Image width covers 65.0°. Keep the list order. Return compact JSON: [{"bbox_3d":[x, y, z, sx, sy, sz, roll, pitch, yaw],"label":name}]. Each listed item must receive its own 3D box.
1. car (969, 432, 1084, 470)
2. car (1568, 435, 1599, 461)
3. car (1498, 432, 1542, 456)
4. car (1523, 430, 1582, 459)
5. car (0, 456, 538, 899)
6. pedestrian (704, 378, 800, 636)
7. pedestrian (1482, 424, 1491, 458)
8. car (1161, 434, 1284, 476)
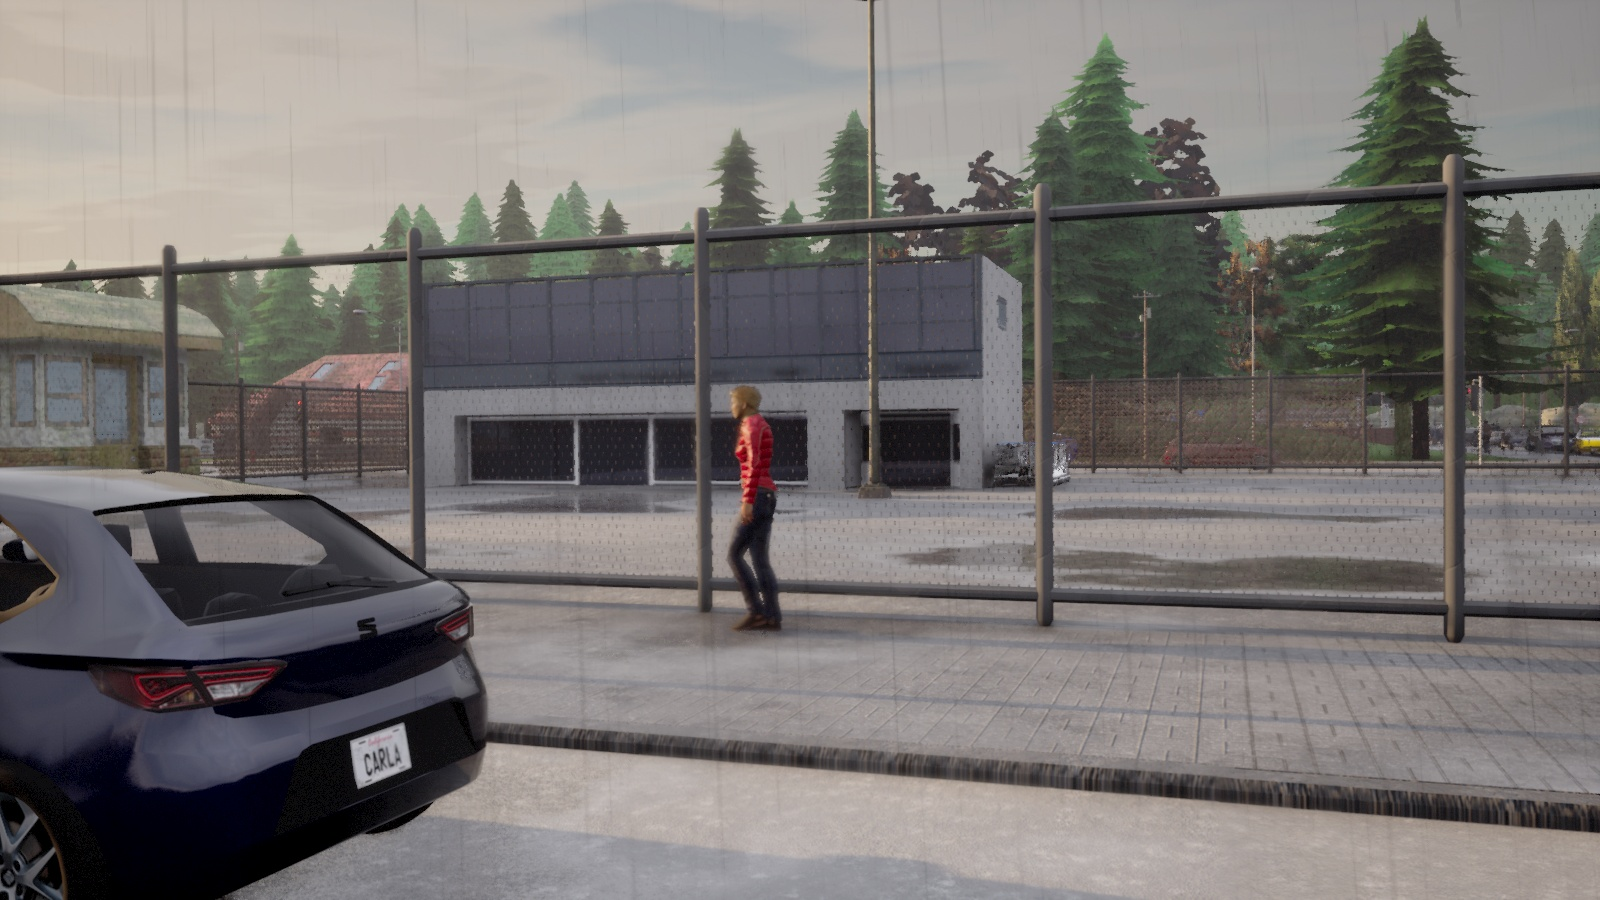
[{"bbox_3d":[9.491,0.011,52.553,4.514,1.525,2.007,0,1,19],"label":"car"},{"bbox_3d":[42.038,-0.126,66.896,1.481,1.376,2.207,0,1,19],"label":"car"},{"bbox_3d":[47.322,-0.434,82.579,1.789,1.549,3.705,0,1,19],"label":"car"},{"bbox_3d":[44.607,-0.363,74.526,2.033,1.649,4.856,0,1,19],"label":"car"},{"bbox_3d":[-3.312,0.779,4.802,4.193,1.474,1.816,0,1,20],"label":"car"},{"bbox_3d":[-0.348,0.408,9.203,0.636,1.846,0.331,0,1,10],"label":"pedestrian"},{"bbox_3d":[37.023,-0.477,67.732,0.328,1.805,0.869,0,1,22],"label":"pedestrian"},{"bbox_3d":[15.543,0.160,46.299,4.193,1.474,1.816,0,1,19],"label":"car"}]
